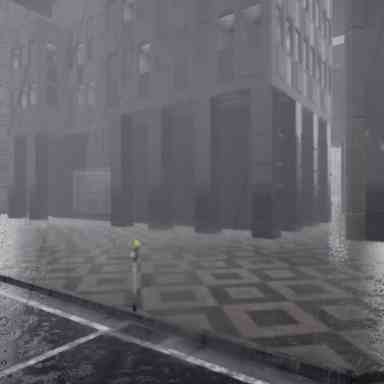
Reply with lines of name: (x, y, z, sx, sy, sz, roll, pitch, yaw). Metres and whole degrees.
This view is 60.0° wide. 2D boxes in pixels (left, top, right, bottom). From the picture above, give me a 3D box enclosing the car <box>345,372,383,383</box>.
car: (2.550, 1.558, 1.144, 4.313, 1.339, 1.947, 0, 0, 36)
